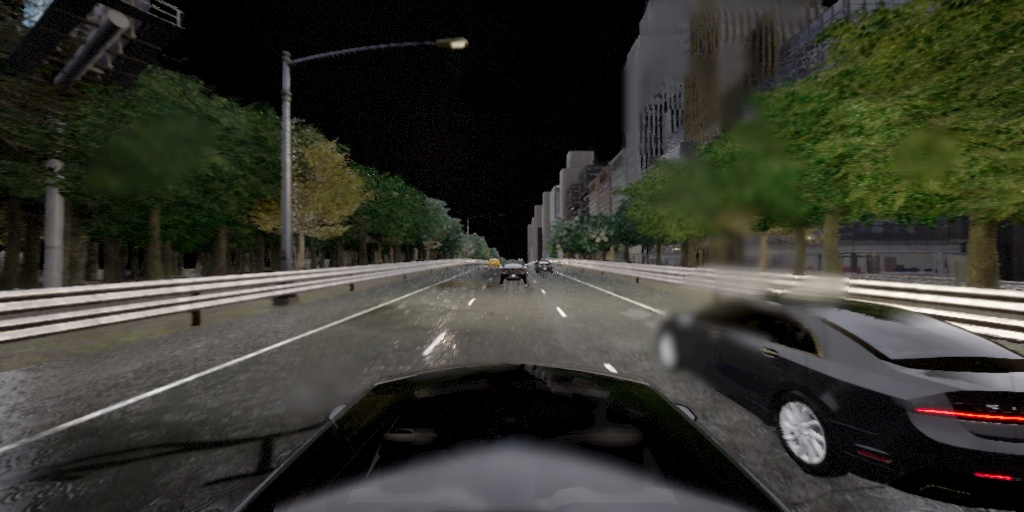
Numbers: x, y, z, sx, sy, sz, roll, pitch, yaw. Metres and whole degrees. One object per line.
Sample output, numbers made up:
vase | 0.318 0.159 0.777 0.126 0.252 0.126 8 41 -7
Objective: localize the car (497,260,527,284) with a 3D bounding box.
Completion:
car | 0.096 1.183 26.916 1.882 1.535 5.008 0 0 0

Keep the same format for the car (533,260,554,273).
car | 3.597 1.176 41.441 1.812 1.442 4.674 0 0 0

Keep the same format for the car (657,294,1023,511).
car | 3.601 1.256 4.731 1.837 1.490 4.892 0 0 0
